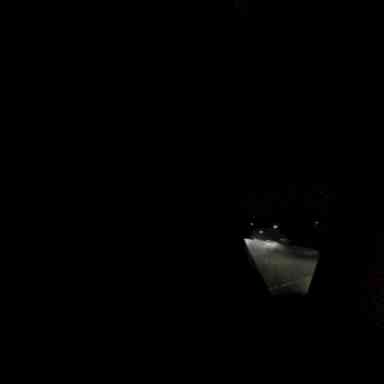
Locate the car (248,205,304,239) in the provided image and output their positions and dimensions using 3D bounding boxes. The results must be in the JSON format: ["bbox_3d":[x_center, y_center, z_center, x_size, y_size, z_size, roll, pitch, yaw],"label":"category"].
[{"bbox_3d":[5.236,1.361,16.324,5.357,1.411,2.033,-1,1,-35],"label":"car"}]

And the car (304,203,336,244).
[{"bbox_3d":[7.300,1.034,13.509,5.566,2.045,2.150,-1,1,-35],"label":"car"}]
